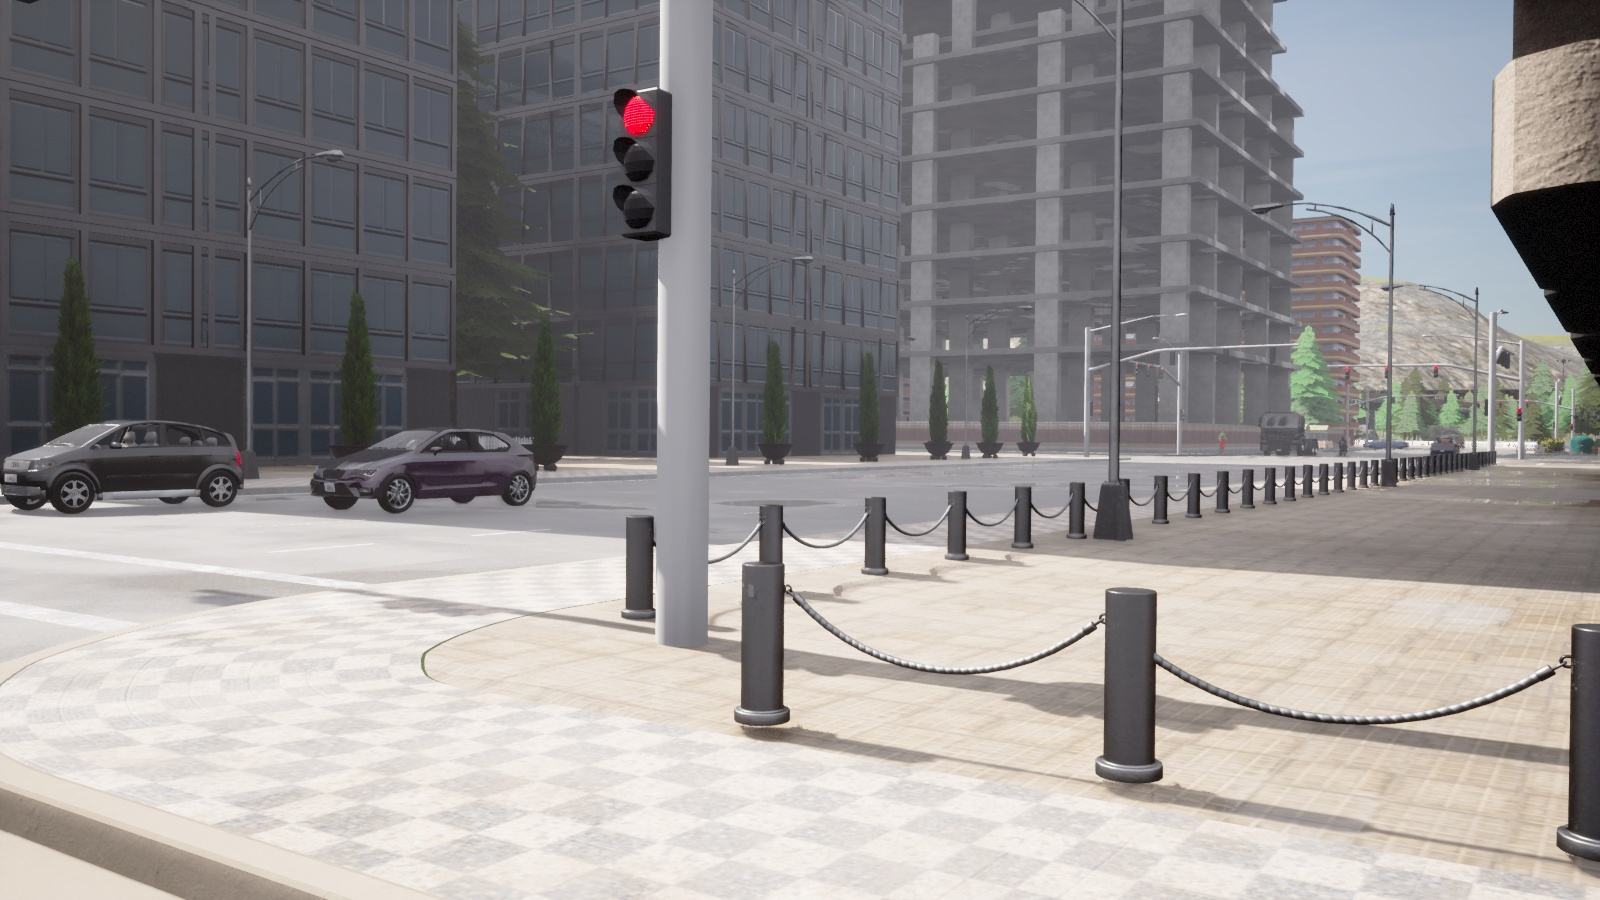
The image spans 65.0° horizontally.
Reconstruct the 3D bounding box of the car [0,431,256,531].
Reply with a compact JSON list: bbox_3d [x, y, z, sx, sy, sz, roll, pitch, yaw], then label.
[{"bbox_3d":[-11.657,0.463,21.730,1.789,1.549,3.705,0,1,34],"label":"car"}]

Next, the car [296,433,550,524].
[{"bbox_3d":[-6.723,0.439,22.796,1.816,1.474,4.193,0,1,34],"label":"car"}]
